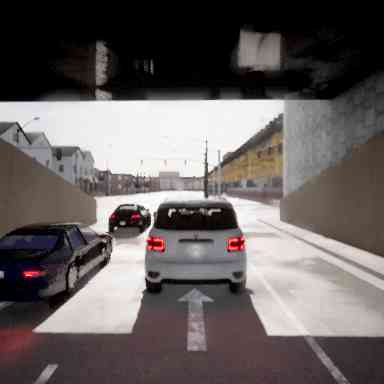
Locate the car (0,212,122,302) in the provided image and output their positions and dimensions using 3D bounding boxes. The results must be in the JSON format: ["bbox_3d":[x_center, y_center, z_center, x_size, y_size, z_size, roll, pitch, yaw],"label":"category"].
[{"bbox_3d":[-3.407,1.465,8.315,2.033,1.411,5.357,0,1,0],"label":"car"}]

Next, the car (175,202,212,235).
[{"bbox_3d":[0.059,1.345,18.471,1.812,1.442,4.674,0,1,0],"label":"car"}]

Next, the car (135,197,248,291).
[{"bbox_3d":[0.083,1.134,8.904,2.150,2.045,5.566,0,1,0],"label":"car"}]

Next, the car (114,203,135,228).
[{"bbox_3d":[-3.401,1.343,18.633,1.812,1.442,4.674,0,1,0],"label":"car"}]
